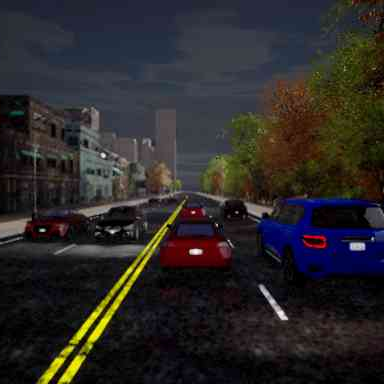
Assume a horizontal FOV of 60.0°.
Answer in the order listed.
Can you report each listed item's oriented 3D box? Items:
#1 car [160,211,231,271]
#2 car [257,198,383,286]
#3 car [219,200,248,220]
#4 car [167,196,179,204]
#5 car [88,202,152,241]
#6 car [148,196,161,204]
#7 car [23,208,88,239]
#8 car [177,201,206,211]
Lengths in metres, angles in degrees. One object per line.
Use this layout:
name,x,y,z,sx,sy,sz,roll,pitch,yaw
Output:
car,0.100,1.520,10.695,1.994,1.385,4.181,0,0,0
car,3.350,1.183,9.412,2.150,2.045,5.566,0,0,0
car,3.352,1.366,27.354,1.882,1.535,5.008,0,0,0
car,-3.292,1.362,58.503,1.895,1.301,4.718,0,0,1
car,-3.349,1.437,16.426,1.837,1.490,4.892,0,0,0
car,-6.539,1.361,58.485,1.895,1.301,4.718,0,0,1
car,-6.599,1.495,16.644,1.994,1.385,4.181,0,0,0
car,0.102,1.456,26.404,1.994,1.385,4.181,0,0,0
